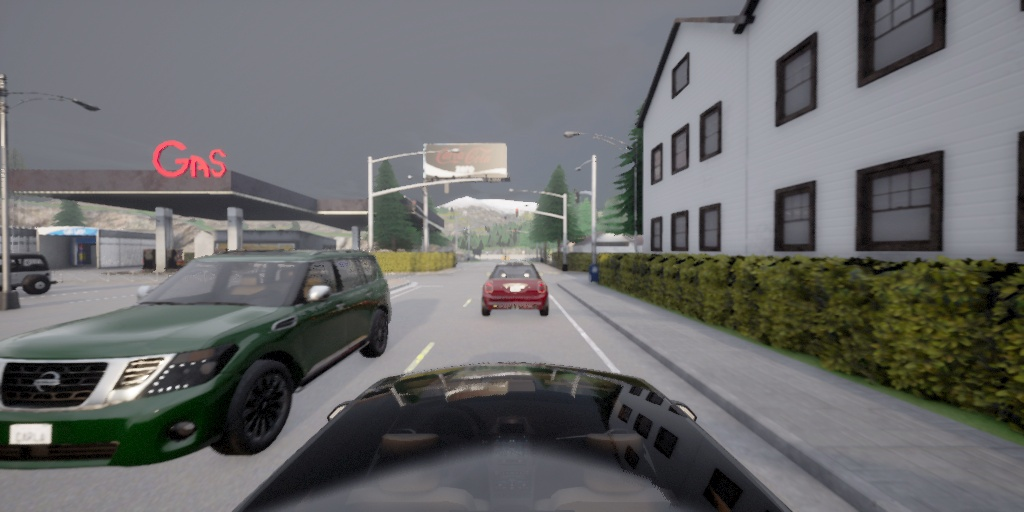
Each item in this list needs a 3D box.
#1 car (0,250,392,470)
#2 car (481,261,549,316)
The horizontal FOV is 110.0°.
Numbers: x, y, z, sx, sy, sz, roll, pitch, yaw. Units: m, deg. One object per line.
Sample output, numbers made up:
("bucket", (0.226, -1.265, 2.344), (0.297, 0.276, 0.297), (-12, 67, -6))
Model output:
("car", (-3.575, 0.926, 5.400), (2.150, 2.045, 5.566), (0, 1, -1))
("car", (0.097, 0.966, 12.808), (2.097, 1.767, 4.553), (0, 1, 0))
